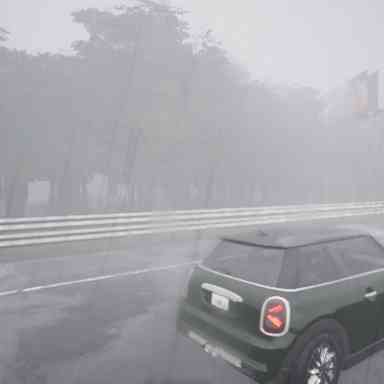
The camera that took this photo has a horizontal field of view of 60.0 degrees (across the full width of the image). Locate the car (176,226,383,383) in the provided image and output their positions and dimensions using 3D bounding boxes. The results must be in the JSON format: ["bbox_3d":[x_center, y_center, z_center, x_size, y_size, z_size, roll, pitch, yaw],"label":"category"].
[{"bbox_3d":[2.063,1.323,5.222,4.553,1.767,2.097,0,0,-36],"label":"car"}]
